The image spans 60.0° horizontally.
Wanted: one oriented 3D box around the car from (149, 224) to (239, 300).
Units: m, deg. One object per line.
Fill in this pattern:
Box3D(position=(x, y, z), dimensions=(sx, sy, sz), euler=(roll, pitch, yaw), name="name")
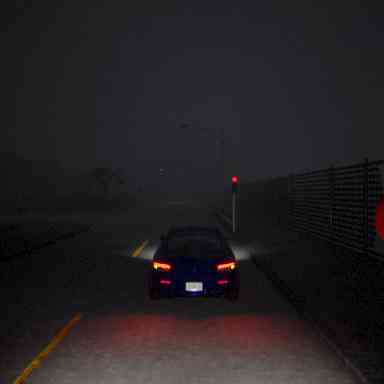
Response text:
Box3D(position=(0.058, 1.526, 8.244), dimensions=(1.812, 1.442, 4.674), euler=(0, 0, 1), name="car")
